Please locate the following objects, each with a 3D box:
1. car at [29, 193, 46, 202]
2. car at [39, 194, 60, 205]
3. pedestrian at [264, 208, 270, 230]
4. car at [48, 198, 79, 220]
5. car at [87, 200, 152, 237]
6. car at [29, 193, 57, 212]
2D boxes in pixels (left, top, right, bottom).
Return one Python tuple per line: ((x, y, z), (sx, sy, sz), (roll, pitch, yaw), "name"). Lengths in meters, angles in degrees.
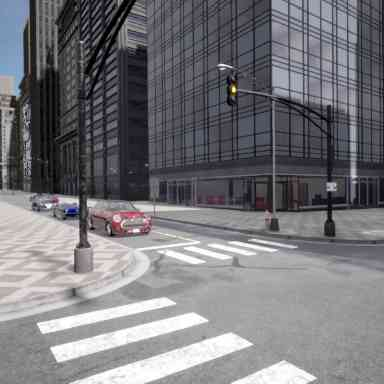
((-26.107, 0.883, 56.059), (1.837, 1.490, 4.892), (-1, 1, -34), "car")
((-20.554, 1.063, 47.894), (1.994, 1.385, 4.181), (-1, 1, -34), "car")
((3.897, 1.374, 17.288), (0.500, 1.100, 0.500), (0, 0, -34), "pedestrian")
((-9.605, 1.390, 26.081), (1.895, 1.301, 4.718), (-1, 1, -34), "car")
((-3.927, 1.234, 17.701), (2.097, 1.767, 4.553), (-1, 1, -34), "car")
((-15.427, 1.179, 34.672), (2.128, 1.511, 4.902), (-1, 1, -34), "car")
